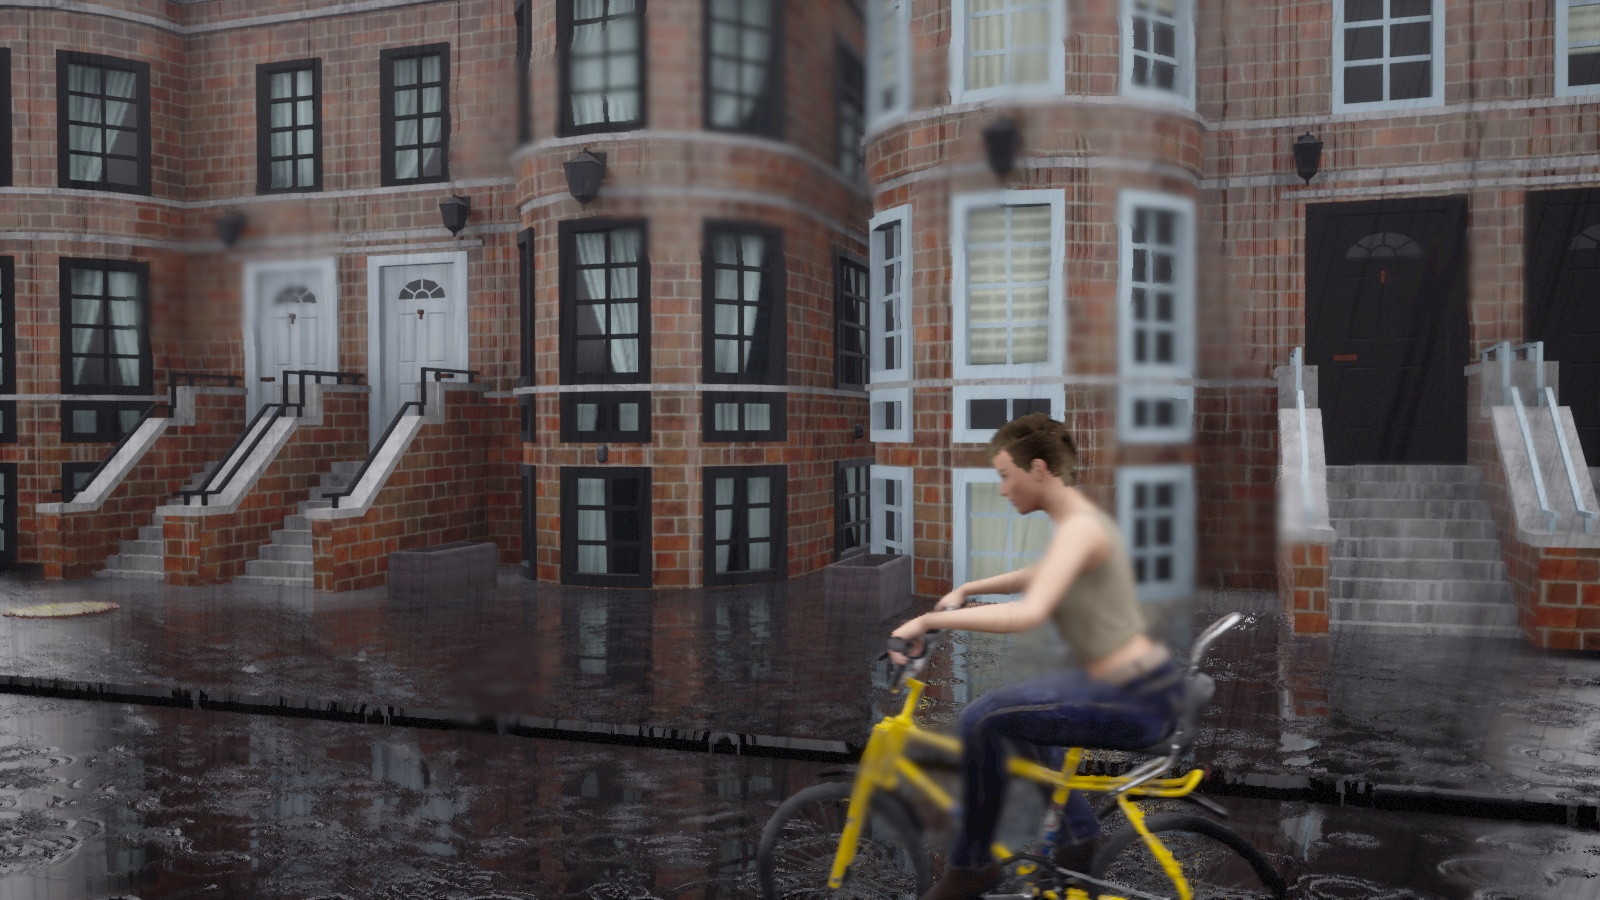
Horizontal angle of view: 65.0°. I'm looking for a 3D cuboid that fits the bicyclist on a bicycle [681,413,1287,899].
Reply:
[{"bbox_3d":[0.533,0.708,3.539,1.509,1.612,0.866,0,1,18],"label":"bicyclist on a bicycle"}]
